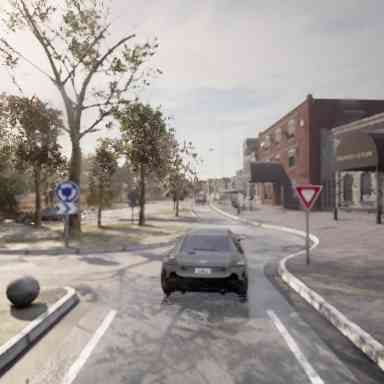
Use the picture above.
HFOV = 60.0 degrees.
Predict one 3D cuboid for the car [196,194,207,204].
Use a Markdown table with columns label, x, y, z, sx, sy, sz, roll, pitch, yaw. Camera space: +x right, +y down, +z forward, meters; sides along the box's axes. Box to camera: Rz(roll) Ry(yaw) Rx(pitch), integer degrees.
| label | x | y | z | sx | sy | sz | roll | pitch | yaw |
| --- | --- | --- | --- | --- | --- | --- | --- | --- | --- |
| car | 1.718 | 1.756 | 68.643 | 1.837 | 1.490 | 4.892 | 0 | 0 | 3 |

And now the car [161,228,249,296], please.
| label | x | y | z | sx | sy | sz | roll | pitch | yaw |
| --- | --- | --- | --- | --- | --- | --- | --- | --- | --- |
| car | 0.471 | 1.649 | 8.945 | 1.994 | 1.385 | 4.181 | 0 | -1 | 7 |

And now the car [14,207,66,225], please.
| label | x | y | z | sx | sy | sz | roll | pitch | yaw |
| --- | --- | --- | --- | --- | --- | --- | --- | --- | --- |
| car | -12.725 | 2.048 | 29.009 | 4.902 | 1.511 | 2.128 | 1 | -2 | -28 |
